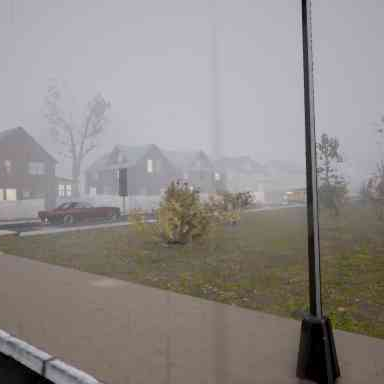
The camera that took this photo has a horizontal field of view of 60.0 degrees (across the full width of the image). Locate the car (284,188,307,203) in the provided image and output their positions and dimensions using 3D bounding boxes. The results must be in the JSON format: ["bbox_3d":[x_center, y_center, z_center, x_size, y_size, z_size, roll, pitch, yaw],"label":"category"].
[{"bbox_3d":[13.949,0.593,42.280,1.882,1.535,5.008,-2,-1,44],"label":"car"}]

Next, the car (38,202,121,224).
[{"bbox_3d":[-6.740,1.252,20.469,1.895,1.301,4.718,-2,-1,43],"label":"car"}]
